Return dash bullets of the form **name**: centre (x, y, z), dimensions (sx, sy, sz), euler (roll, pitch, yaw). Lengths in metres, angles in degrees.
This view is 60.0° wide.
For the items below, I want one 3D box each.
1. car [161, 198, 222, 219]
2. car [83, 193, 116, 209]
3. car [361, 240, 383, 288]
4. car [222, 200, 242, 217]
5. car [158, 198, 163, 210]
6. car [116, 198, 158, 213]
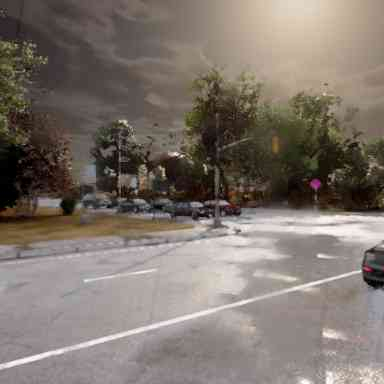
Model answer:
- **car**: centre (-0.170, 1.532, 28.934), dimensions (2.033, 1.411, 5.357), euler (0, 0, -39)
- **car**: centre (-12.695, 1.208, 44.596), dimensions (2.150, 2.045, 5.566), euler (0, 0, -38)
- **car**: centre (5.828, 1.517, 7.890), dimensions (4.674, 1.442, 1.812), euler (0, 0, -35)
- **car**: centre (2.504, 1.458, 31.196), dimensions (1.882, 1.535, 5.008), euler (0, 0, -39)
- **car**: centre (-3.339, 1.473, 38.498), dimensions (2.128, 1.511, 4.902), euler (0, 0, -39)
- **car**: centre (-6.075, 1.491, 36.314), dimensions (1.837, 1.490, 4.892), euler (0, 0, -39)
